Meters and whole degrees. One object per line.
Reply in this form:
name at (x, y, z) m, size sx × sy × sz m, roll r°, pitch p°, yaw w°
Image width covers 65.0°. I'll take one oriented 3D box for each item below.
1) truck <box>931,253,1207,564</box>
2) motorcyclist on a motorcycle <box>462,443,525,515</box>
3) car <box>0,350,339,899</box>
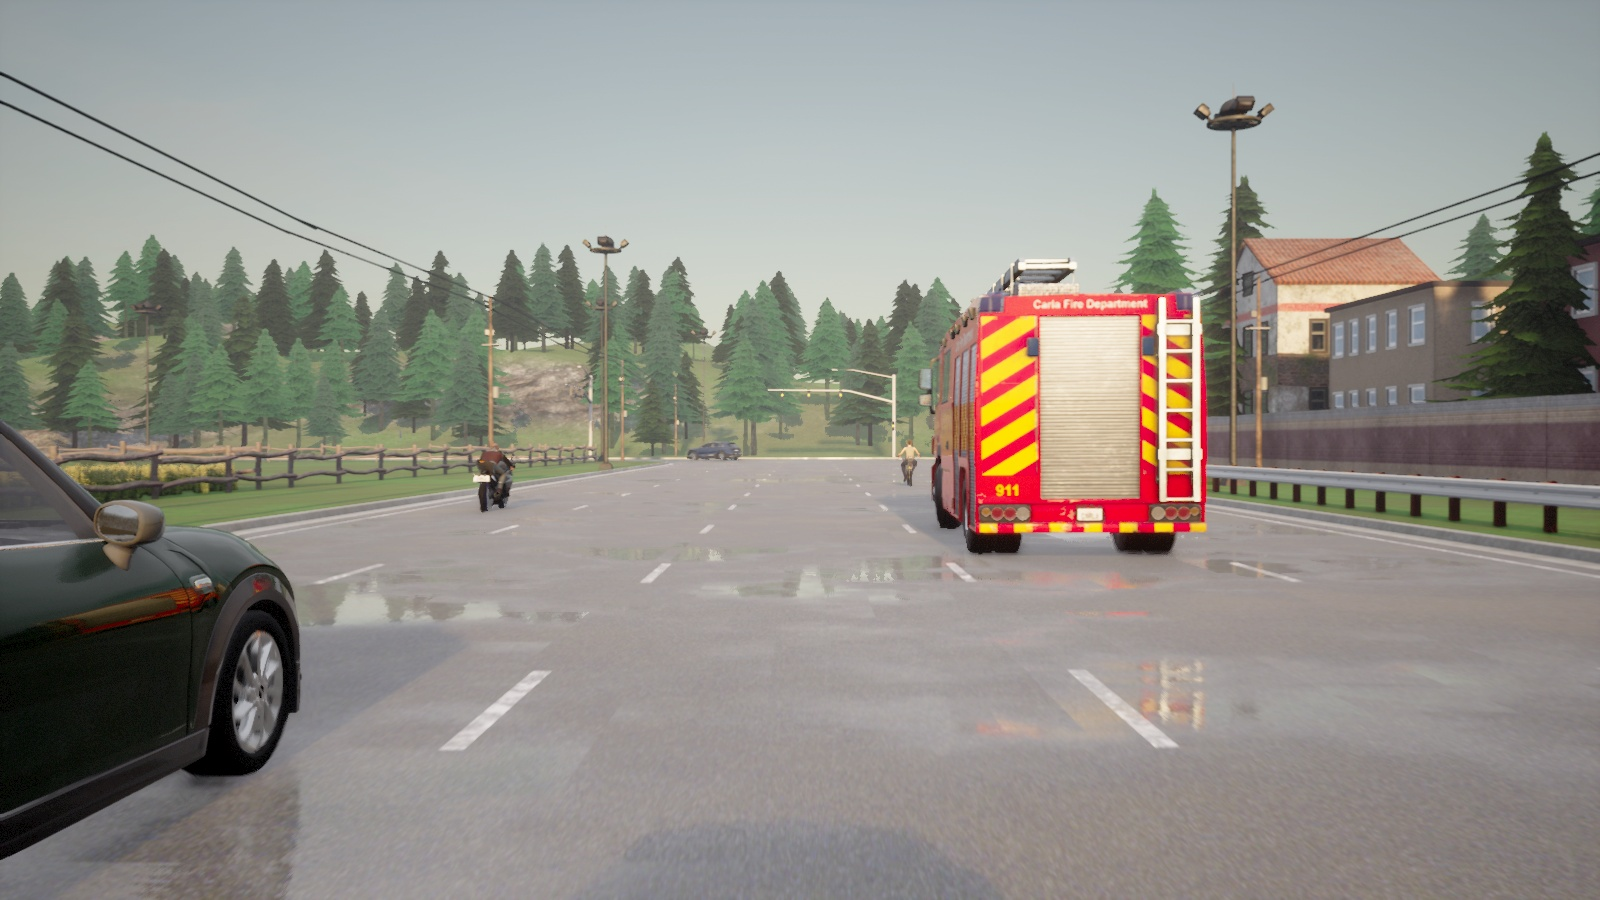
truck at (3.753, -0.526, 19.737) m, size 2.891 × 3.827 × 8.468 m, roll 0°, pitch 0°, yaw 3°
motorcyclist on a motorcycle at (-6.825, 0.618, 28.065) m, size 0.866 × 1.530 × 2.191 m, roll 0°, pitch 0°, yaw 0°
car at (-3.460, 0.578, 4.263) m, size 2.097 × 1.767 × 4.553 m, roll 0°, pitch 0°, yaw 0°
